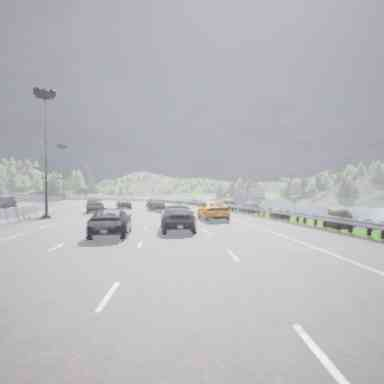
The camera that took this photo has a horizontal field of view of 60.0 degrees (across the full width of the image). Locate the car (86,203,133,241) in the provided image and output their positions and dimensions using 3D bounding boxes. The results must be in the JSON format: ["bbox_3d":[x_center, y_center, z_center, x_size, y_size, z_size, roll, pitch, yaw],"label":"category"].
[{"bbox_3d":[-4.225,1.571,17.387,2.128,1.511,4.902,-1,0,-6],"label":"car"}]

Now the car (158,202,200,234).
[{"bbox_3d":[-0.890,1.542,19.568,1.837,1.490,4.892,0,0,-7],"label":"car"}]

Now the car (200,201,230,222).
[{"bbox_3d":[1.679,1.489,26.953,1.882,1.535,5.008,0,0,-9],"label":"car"}]

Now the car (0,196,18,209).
[{"bbox_3d":[-22.520,1.576,39.612,2.150,2.045,5.566,-1,0,-14],"label":"car"}]

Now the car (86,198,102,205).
[{"bbox_3d":[-11.517,1.698,39.631,2.128,1.511,4.902,-1,0,-14],"label":"car"}]

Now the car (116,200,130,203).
[{"bbox_3d":[-10.263,1.803,49.524,1.895,1.301,4.718,-1,0,-17],"label":"car"}]

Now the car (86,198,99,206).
[{"bbox_3d":[-18.599,1.836,61.923,1.837,1.490,4.892,0,0,-22],"label":"car"}]

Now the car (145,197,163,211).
[{"bbox_3d":[-4.828,1.668,43.319,2.033,1.411,5.357,-1,0,-16],"label":"car"}]

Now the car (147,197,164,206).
[{"bbox_3d":[-6.655,1.644,60.135,1.882,1.535,5.008,0,0,-20],"label":"car"}]
